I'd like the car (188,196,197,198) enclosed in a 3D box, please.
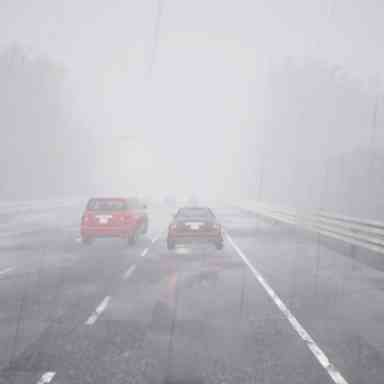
[{"bbox_3d":[0.147,1.394,50.587,1.837,1.490,4.892,0,1,0],"label":"car"}]

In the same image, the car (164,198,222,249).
[{"bbox_3d":[0.113,1.318,14.447,2.097,1.767,4.553,0,0,0],"label":"car"}]

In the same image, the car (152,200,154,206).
[{"bbox_3d":[-6.852,1.435,49.852,2.033,1.411,5.357,0,0,0],"label":"car"}]

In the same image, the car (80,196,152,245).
[{"bbox_3d":[-3.386,1.185,15.440,2.150,2.045,5.566,0,0,0],"label":"car"}]

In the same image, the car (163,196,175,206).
[{"bbox_3d":[-3.353,1.393,50.500,1.837,1.490,4.892,0,1,0],"label":"car"}]

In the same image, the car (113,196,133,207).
[{"bbox_3d":[-10.354,1.362,50.310,1.882,1.535,5.008,0,0,0],"label":"car"}]
